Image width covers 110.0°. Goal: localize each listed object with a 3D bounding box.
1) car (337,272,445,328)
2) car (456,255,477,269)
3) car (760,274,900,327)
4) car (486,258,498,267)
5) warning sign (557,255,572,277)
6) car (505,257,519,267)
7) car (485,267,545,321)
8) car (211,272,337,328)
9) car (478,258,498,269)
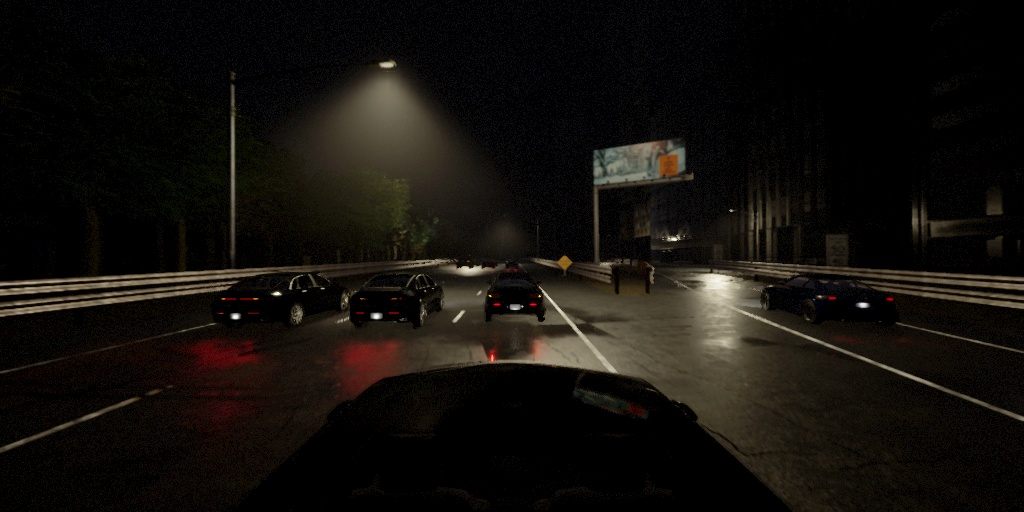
[{"bbox_3d":[-3.402,1.252,11.413,1.837,1.490,4.892,0,0,0],"label":"car"},{"bbox_3d":[-7.019,0.891,53.807,2.150,2.045,5.566,0,0,0],"label":"car"},{"bbox_3d":[9.813,1.272,11.491,1.994,1.385,4.181,0,0,14],"label":"car"},{"bbox_3d":[-3.523,1.132,64.199,1.882,1.535,5.008,0,0,0],"label":"car"},{"bbox_3d":[4.539,0.834,30.810,1.300,1.860,1.060,0,0,0],"label":"warning sign"},{"bbox_3d":[-0.018,1.160,53.780,2.128,1.511,4.902,0,0,0],"label":"car"},{"bbox_3d":[0.081,1.272,12.400,1.812,1.442,4.674,0,0,0],"label":"car"},{"bbox_3d":[-6.903,1.253,11.375,1.837,1.490,4.892,0,0,0],"label":"car"},{"bbox_3d":[-3.519,1.147,53.779,1.882,1.535,5.008,0,0,0],"label":"car"}]
